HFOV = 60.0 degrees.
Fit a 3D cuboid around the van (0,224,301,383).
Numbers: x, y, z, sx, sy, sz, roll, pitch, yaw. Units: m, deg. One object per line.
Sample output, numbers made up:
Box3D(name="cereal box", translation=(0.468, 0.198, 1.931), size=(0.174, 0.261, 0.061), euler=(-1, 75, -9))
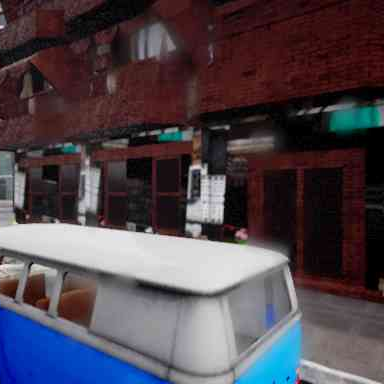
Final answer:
Box3D(name="van", translation=(-0.945, 1.308, 3.409), size=(3.998, 1.788, 1.690), euler=(1, 0, 36))
